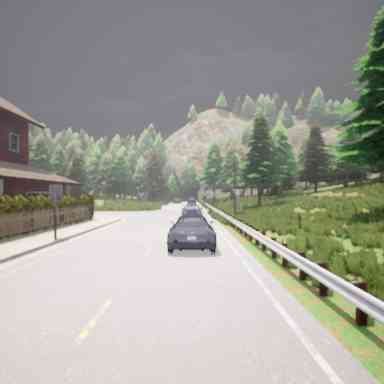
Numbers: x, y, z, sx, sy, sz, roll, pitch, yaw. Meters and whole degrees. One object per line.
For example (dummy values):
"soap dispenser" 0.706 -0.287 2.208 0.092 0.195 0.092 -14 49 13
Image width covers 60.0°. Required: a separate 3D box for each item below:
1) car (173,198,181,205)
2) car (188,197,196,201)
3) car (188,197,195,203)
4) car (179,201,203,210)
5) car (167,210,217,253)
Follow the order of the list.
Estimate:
"car" -3.544 2.234 79.468 1.837 1.490 4.892 0 -1 0
"car" -0.045 2.196 81.450 1.882 1.535 5.008 0 -1 0
"car" -0.052 2.166 93.000 1.882 1.535 5.008 0 -1 0
"car" -0.010 1.798 29.373 1.812 1.442 4.674 0 0 0
"car" -0.004 1.698 14.313 1.994 1.385 4.181 0 0 0
